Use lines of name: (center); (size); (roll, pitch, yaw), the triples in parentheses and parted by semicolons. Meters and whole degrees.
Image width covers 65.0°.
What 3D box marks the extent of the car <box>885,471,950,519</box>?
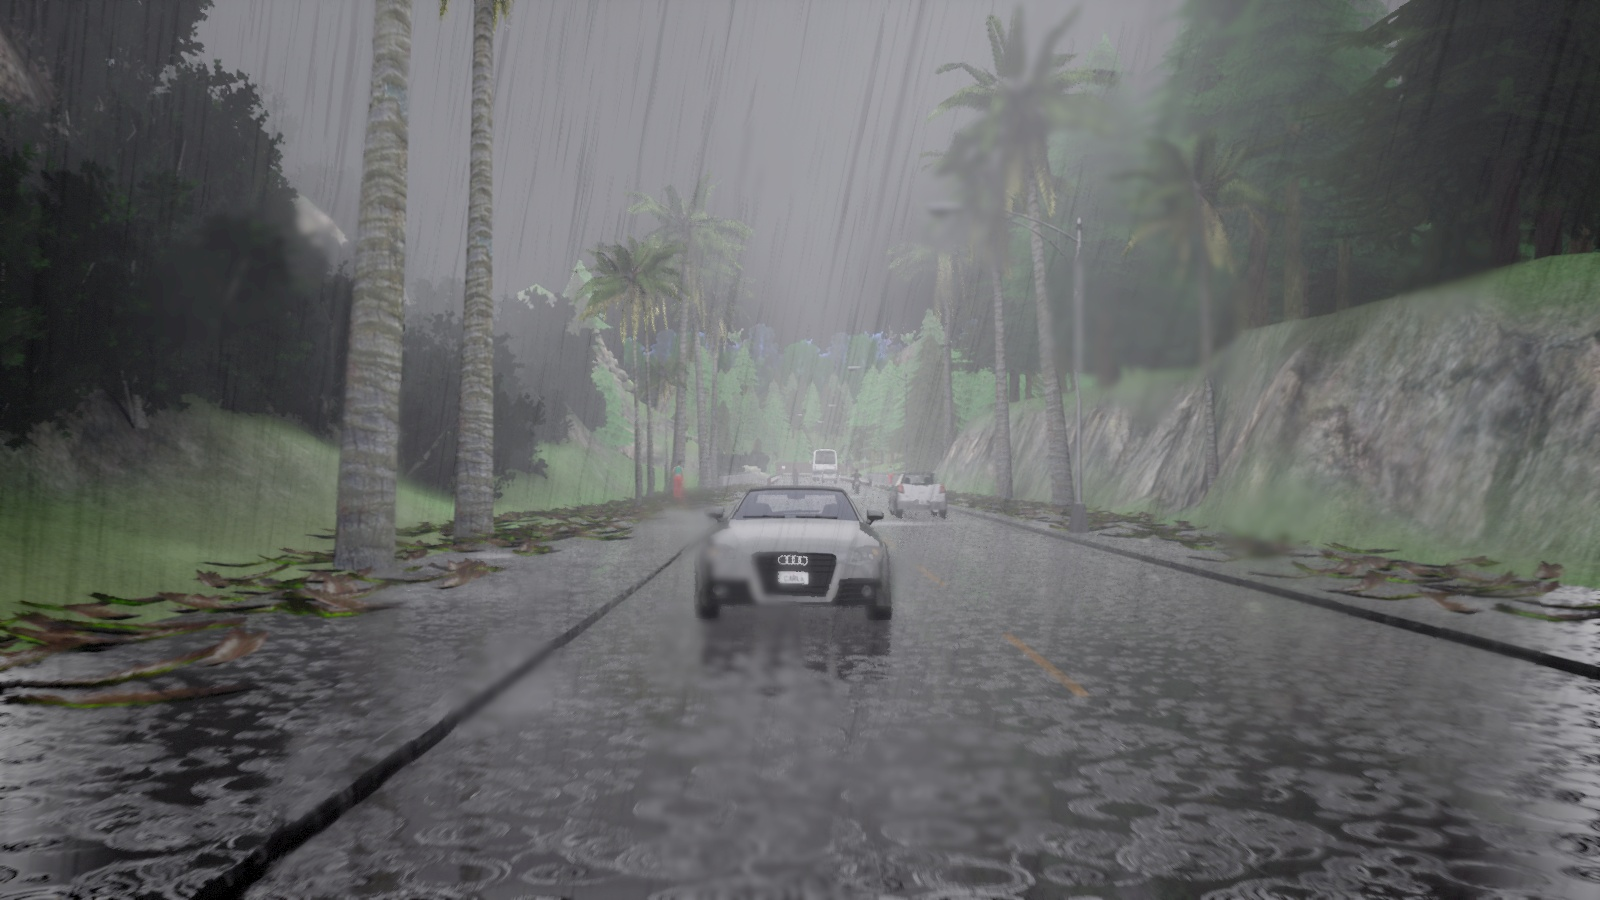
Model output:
car: (3.889, 1.469, 42.054); (1.845, 1.501, 3.633); (0, -1, 0)

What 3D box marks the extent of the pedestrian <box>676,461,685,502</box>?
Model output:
pedestrian: (-5.380, 1.424, 56.564); (0.345, 1.836, 0.594); (0, -1, 0)

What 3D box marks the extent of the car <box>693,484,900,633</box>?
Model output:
car: (-0.035, 1.099, 14.191); (1.994, 1.385, 4.181); (0, -1, 0)
